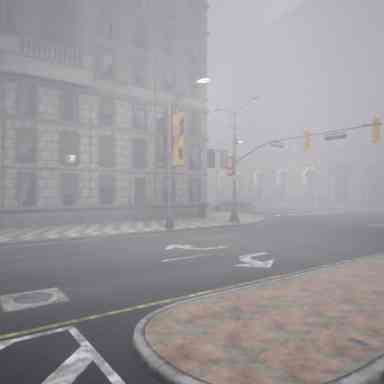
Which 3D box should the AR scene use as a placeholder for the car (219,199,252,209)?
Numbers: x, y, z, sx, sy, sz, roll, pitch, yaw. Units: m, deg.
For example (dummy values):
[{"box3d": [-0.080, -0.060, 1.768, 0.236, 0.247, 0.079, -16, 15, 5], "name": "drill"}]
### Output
[{"box3d": [5.917, 1.601, 45.281, 1.895, 1.301, 4.718, 0, 0, -36], "name": "car"}]
